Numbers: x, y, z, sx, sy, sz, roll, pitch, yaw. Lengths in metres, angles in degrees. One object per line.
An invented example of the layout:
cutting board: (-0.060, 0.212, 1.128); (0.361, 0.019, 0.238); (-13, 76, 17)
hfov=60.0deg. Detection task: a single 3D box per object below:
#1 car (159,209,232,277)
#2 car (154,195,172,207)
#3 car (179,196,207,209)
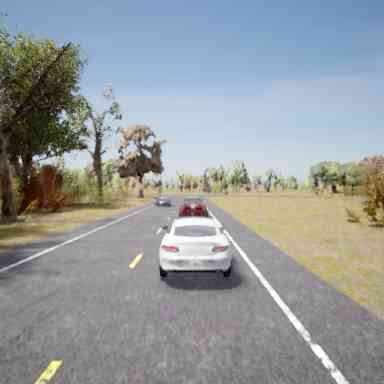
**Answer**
car: (0.079, 1.435, 9.783); (1.812, 1.442, 4.674); (0, 0, 0)
car: (-3.587, 1.099, 41.856); (2.128, 1.511, 4.902); (0, 0, 0)
car: (0.085, 1.103, 26.734); (2.097, 1.767, 4.553); (0, 1, 0)
